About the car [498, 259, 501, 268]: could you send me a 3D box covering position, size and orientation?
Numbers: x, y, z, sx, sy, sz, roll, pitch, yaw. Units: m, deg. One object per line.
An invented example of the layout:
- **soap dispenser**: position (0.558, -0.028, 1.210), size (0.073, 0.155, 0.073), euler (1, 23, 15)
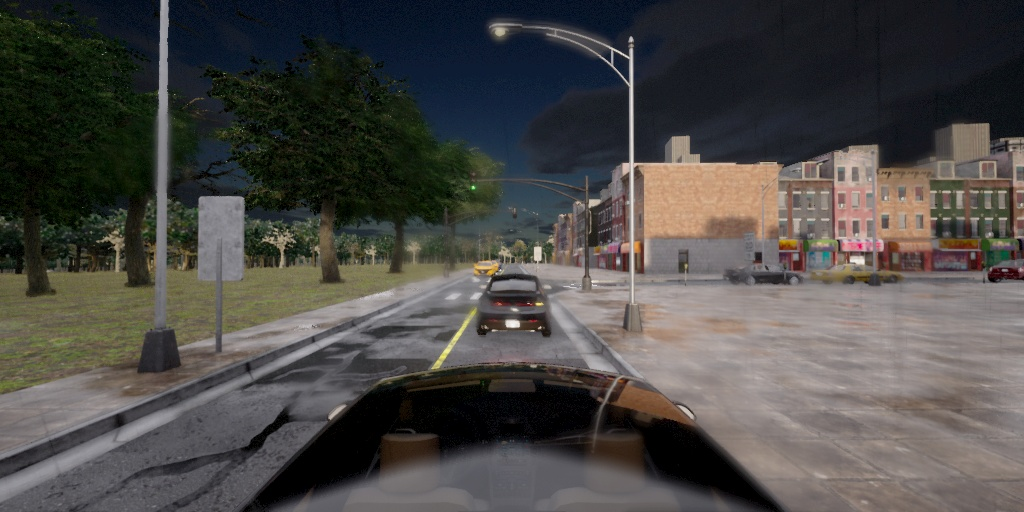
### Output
- **car**: position (-2.741, 1.326, 46.684), size (1.882, 1.535, 5.008), euler (0, 0, 0)

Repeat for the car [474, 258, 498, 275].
- **car**: position (-2.765, 1.282, 37.149), size (1.882, 1.535, 5.008), euler (0, 0, 0)

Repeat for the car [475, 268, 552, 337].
- **car**: position (0.104, 1.260, 10.361), size (1.837, 1.490, 4.892), euler (0, 0, 2)

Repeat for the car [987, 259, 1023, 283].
- **car**: position (32.553, 0.897, 22.259), size (4.097, 1.591, 1.967), euler (0, 0, 0)

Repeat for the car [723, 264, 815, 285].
- **car**: position (15.530, 1.136, 22.189), size (4.403, 1.370, 2.007), euler (0, 0, 0)

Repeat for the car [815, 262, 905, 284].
- **car**: position (21.375, 1.067, 22.213), size (4.829, 1.417, 1.751), euler (0, 0, 0)
